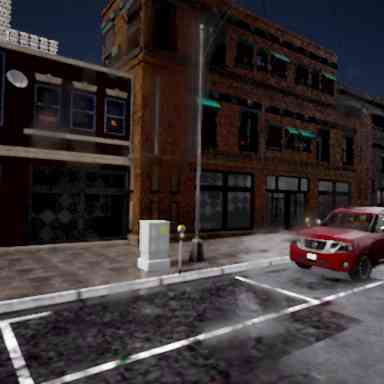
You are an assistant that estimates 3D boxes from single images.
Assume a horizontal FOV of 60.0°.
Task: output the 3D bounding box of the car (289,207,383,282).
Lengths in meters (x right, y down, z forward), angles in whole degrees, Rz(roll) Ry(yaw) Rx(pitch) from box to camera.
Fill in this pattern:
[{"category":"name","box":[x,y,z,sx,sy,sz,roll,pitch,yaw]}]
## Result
[{"category":"car","box":[5.220,1.411,10.262,5.009,1.841,2.192,1,1,-35]}]
